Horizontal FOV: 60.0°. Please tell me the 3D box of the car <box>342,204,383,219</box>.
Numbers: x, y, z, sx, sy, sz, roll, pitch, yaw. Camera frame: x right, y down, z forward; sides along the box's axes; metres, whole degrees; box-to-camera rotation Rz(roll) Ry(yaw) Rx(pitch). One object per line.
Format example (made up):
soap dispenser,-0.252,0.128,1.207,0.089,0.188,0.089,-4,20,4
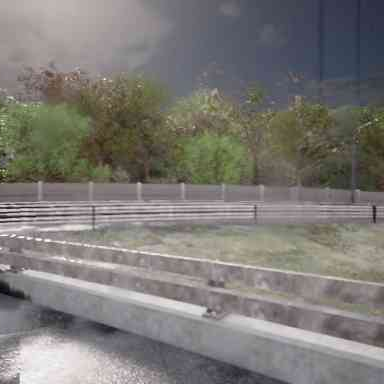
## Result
car,17.327,1.918,32.457,5.357,1.411,2.033,2,-1,-18
